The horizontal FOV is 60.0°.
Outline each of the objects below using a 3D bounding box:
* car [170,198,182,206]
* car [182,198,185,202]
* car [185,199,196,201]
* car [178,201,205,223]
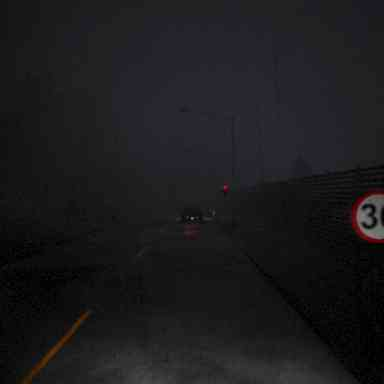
[{"bbox_3d":[-3.952,2.302,76.338,1.882,1.535,5.008,0,-1,0],"label":"car"},{"bbox_3d":[-3.729,2.514,94.450,4.892,1.490,1.837,-1,-1,40],"label":"car"},{"bbox_3d":[0.044,2.446,84.621,2.033,1.411,5.357,0,-1,-4],"label":"car"},{"bbox_3d":[0.035,1.816,28.492,1.837,1.490,4.892,0,0,0],"label":"car"}]
